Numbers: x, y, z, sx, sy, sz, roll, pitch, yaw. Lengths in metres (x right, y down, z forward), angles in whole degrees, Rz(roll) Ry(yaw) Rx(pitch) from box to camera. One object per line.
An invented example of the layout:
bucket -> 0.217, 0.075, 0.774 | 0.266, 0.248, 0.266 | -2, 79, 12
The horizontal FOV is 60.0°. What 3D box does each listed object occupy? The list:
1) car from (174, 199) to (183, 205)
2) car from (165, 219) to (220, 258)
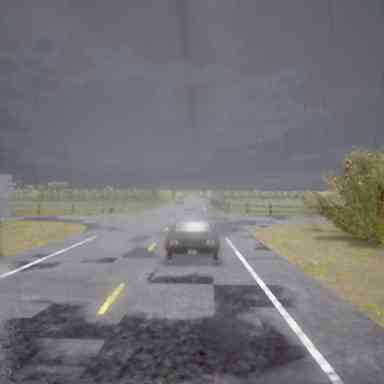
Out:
car -> -2.953, 2.191, 74.635 | 1.994, 1.385, 4.181 | 0, 0, 1
car -> 0.043, 1.727, 13.230 | 1.895, 1.301, 4.718 | 0, -1, 1
